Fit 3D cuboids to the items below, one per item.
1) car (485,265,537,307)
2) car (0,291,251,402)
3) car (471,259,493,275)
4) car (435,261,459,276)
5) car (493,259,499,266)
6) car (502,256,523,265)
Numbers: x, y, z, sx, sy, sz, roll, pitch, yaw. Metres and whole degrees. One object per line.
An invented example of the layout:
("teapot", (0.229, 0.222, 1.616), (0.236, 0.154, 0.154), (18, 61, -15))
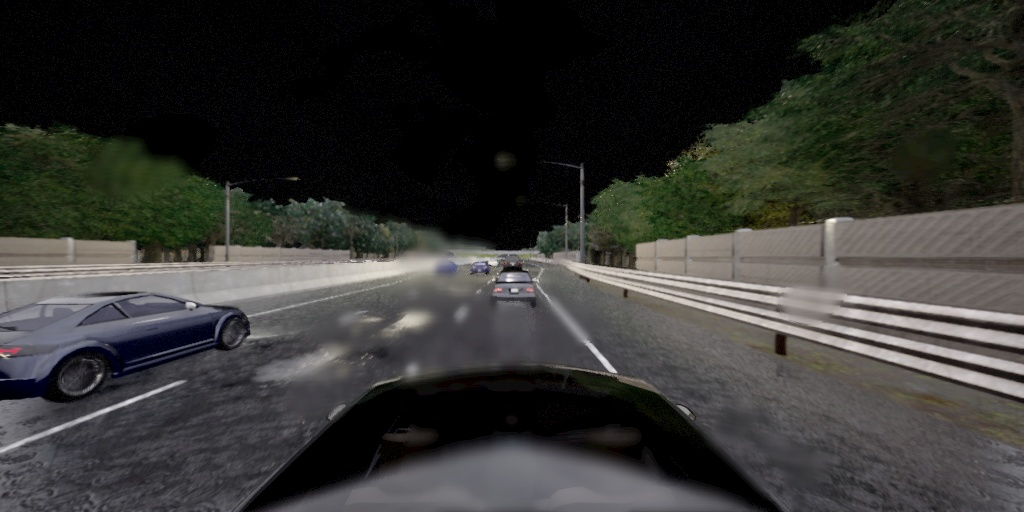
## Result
("car", (0.096, 1.311, 15.641), (2.033, 1.411, 5.357), (0, 0, 0))
("car", (-6.902, 1.317, 6.380), (1.994, 1.385, 4.181), (0, 0, 0))
("car", (-3.411, 1.311, 39.957), (1.812, 1.442, 4.674), (0, 0, 0))
("car", (-6.907, 1.260, 38.314), (1.882, 1.535, 5.008), (0, 0, 0))
("car", (-3.417, 1.347, 64.680), (1.812, 1.442, 4.674), (0, 0, 0))
("car", (0.091, 1.009, 41.187), (2.150, 2.045, 5.566), (0, 0, 0))
